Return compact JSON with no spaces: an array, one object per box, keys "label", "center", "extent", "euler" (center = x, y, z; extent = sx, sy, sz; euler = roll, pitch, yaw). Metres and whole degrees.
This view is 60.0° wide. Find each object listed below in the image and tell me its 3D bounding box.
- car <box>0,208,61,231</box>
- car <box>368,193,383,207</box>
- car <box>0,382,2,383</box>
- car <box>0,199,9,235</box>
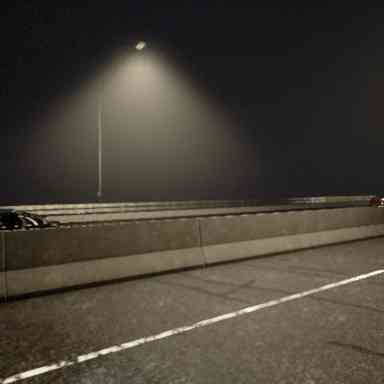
[{"label":"car","center":[-7.001,1.478,11.385],"extent":[4.892,1.490,1.837],"euler":[-1,0,-35]},{"label":"car","center":[23.876,0.961,41.411],"extent":[4.553,1.767,2.097],"euler":[-1,1,-35]},{"label":"car","center":[-2.903,1.574,1.200],"extent":[4.181,1.385,1.994],"euler":[-1,0,-35]},{"label":"car","center":[-11.816,1.321,16.561],"extent":[4.553,1.767,2.097],"euler":[-1,0,-35]}]
